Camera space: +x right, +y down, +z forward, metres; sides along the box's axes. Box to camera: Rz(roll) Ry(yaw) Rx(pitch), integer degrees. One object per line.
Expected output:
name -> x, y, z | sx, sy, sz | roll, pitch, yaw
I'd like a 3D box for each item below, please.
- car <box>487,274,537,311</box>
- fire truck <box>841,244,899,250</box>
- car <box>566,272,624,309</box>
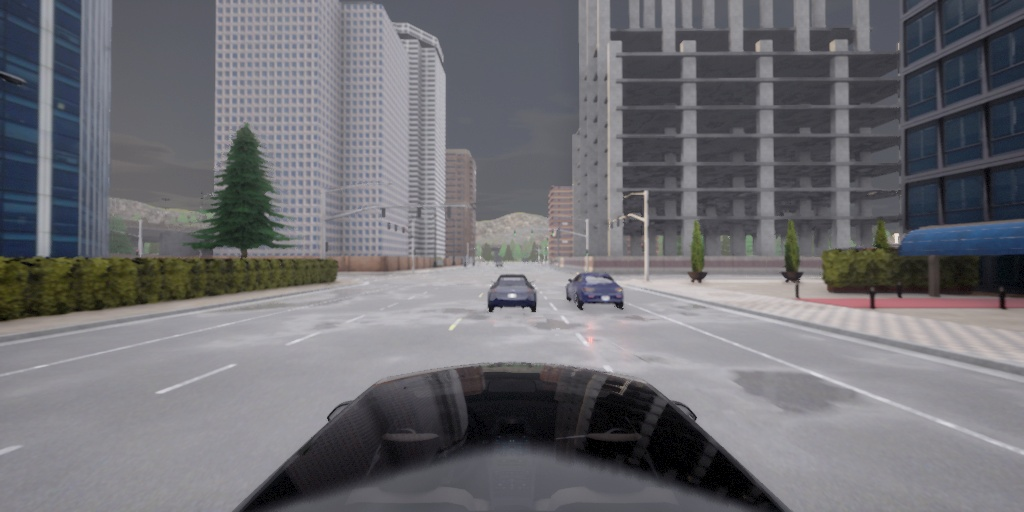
car -> 0.020, 1.466, 15.329 | 1.994, 1.385, 4.181 | 0, -1, 0
fire truck -> 43.797, 0.567, 42.622 | 8.468, 3.827, 2.891 | 0, -1, 0
car -> 3.523, 1.431, 15.722 | 1.812, 1.442, 4.674 | 0, 0, 0
